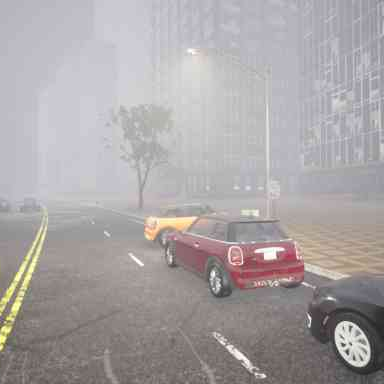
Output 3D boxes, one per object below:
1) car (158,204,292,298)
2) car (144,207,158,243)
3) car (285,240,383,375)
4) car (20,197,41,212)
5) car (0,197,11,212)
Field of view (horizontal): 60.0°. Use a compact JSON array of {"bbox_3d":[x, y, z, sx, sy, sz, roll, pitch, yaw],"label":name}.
[{"bbox_3d":[0.821,1.355,8.916,2.097,1.767,4.553,0,0,-22],"label":"car"},{"bbox_3d":[0.251,1.277,14.592,4.553,1.767,2.097,-3,1,-18],"label":"car"},{"bbox_3d":[3.588,1.505,3.462,1.837,1.490,4.892,0,0,-36],"label":"car"},{"bbox_3d":[-19.072,1.393,39.341,2.097,1.767,4.553,0,0,-24],"label":"car"},{"bbox_3d":[-22.033,1.390,38.002,2.097,1.767,4.553,0,0,-24],"label":"car"}]
